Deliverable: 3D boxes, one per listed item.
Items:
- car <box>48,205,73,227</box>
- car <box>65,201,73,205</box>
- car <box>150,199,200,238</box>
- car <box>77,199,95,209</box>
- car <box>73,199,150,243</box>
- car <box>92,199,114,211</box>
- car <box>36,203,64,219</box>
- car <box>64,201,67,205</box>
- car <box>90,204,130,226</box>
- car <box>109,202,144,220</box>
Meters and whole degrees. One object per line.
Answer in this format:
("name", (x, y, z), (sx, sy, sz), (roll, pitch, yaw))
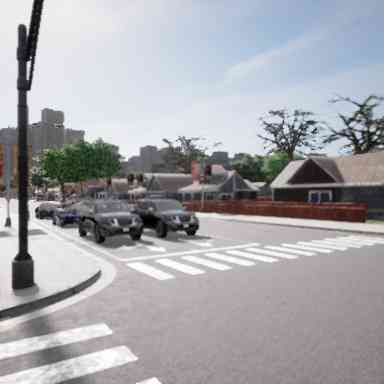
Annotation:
("car", (-9.697, 1.956, 26.218), (1.895, 1.301, 4.718), (0, -1, -32))
("car", (-12.265, 2.009, 36.530), (1.812, 1.442, 4.674), (0, -1, -32))
("car", (-1.746, 1.435, 19.579), (2.150, 2.045, 5.566), (0, -1, -32))
("car", (-19.306, 2.131, 60.339), (2.097, 1.767, 4.553), (0, -1, -32))
("car", (-4.537, 1.444, 17.911), (2.150, 2.045, 5.566), (0, -1, -32))
("car", (-13.986, 2.001, 51.923), (2.097, 1.767, 4.553), (0, -1, -32))
("car", (-15.245, 1.975, 35.171), (1.882, 1.535, 5.008), (0, -1, -32))
("car", (-20.971, 2.253, 57.039), (2.128, 1.511, 4.902), (0, -1, -32))
("car", (-7.000, 1.853, 28.032), (1.837, 1.490, 4.892), (0, -1, -32))
("car", (-6.842, 1.888, 34.320), (1.882, 1.535, 5.008), (0, -1, -32))
